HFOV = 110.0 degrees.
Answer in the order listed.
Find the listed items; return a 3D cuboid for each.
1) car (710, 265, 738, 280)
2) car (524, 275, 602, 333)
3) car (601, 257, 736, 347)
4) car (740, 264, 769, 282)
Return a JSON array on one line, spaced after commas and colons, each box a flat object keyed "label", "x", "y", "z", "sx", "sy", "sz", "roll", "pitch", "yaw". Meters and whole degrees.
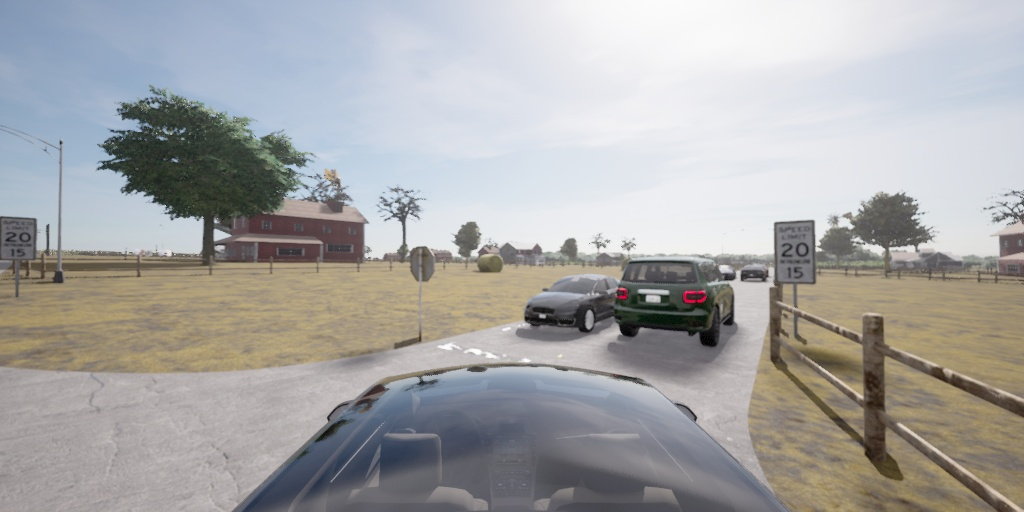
[{"label": "car", "x": 23.238, "y": 1.758, "z": 39.173, "sx": 2.033, "sy": 1.411, "sz": 5.357, "roll": -1, "pitch": -1, "yaw": 37}, {"label": "car", "x": 2.267, "y": 1.375, "z": 11.478, "sx": 1.837, "sy": 1.490, "sz": 4.892, "roll": -1, "pitch": -1, "yaw": 37}, {"label": "car", "x": 4.691, "y": 1.053, "z": 9.966, "sx": 2.150, "sy": 2.045, "sz": 5.566, "roll": -1, "pitch": -1, "yaw": 37}, {"label": "car", "x": 23.374, "y": 1.612, "z": 34.679, "sx": 1.882, "sy": 1.535, "sz": 5.008, "roll": -1, "pitch": -1, "yaw": 38}]
